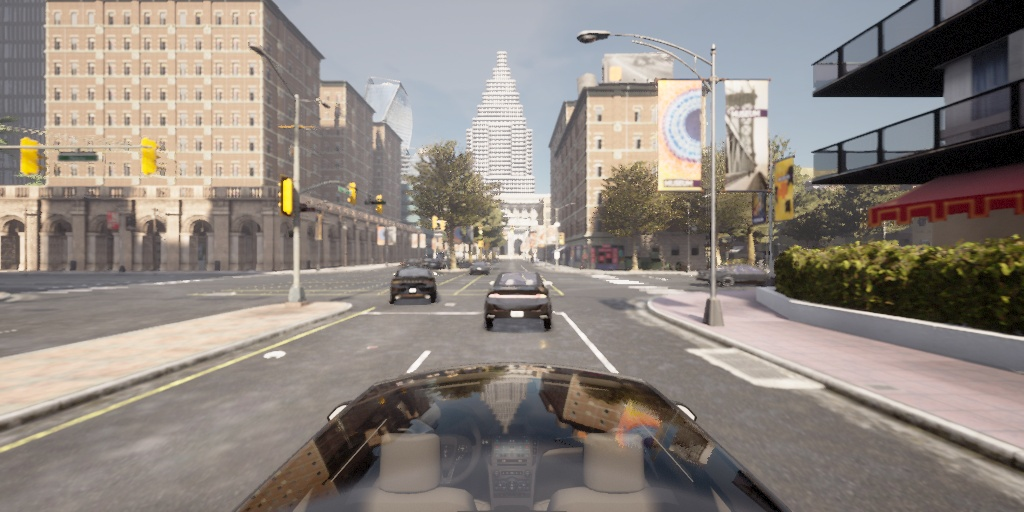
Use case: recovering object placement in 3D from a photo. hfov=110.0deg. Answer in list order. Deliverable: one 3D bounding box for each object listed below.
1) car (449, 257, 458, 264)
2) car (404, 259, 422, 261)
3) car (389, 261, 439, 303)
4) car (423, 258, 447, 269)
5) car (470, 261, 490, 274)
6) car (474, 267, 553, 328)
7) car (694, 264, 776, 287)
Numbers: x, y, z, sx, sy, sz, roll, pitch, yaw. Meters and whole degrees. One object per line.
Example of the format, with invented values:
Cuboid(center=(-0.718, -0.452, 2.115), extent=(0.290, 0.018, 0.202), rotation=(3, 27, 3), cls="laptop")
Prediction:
Cuboid(center=(-11.474, 1.146, 64.379), extent=(1.837, 1.490, 4.892), rotation=(0, 0, 0), cls="car")
Cuboid(center=(-14.978, 1.164, 54.365), extent=(1.837, 1.490, 4.892), rotation=(0, 0, 0), cls="car")
Cuboid(center=(-4.573, 1.201, 16.724), extent=(1.882, 1.535, 5.008), rotation=(0, 0, -14), cls="car")
Cuboid(center=(-11.478, 1.150, 54.381), extent=(2.128, 1.511, 4.902), rotation=(0, 0, 0), cls="car")
Cuboid(center=(-3.384, 1.249, 38.913), extent=(1.994, 1.385, 4.181), rotation=(0, 0, 0), cls="car")
Cuboid(center=(0.266, 1.225, 11.346), extent=(2.128, 1.511, 4.902), rotation=(0, 0, 3), cls="car")
Cuboid(center=(14.910, 1.260, 23.347), extent=(5.357, 1.411, 2.033), rotation=(0, 0, 2), cls="car")
